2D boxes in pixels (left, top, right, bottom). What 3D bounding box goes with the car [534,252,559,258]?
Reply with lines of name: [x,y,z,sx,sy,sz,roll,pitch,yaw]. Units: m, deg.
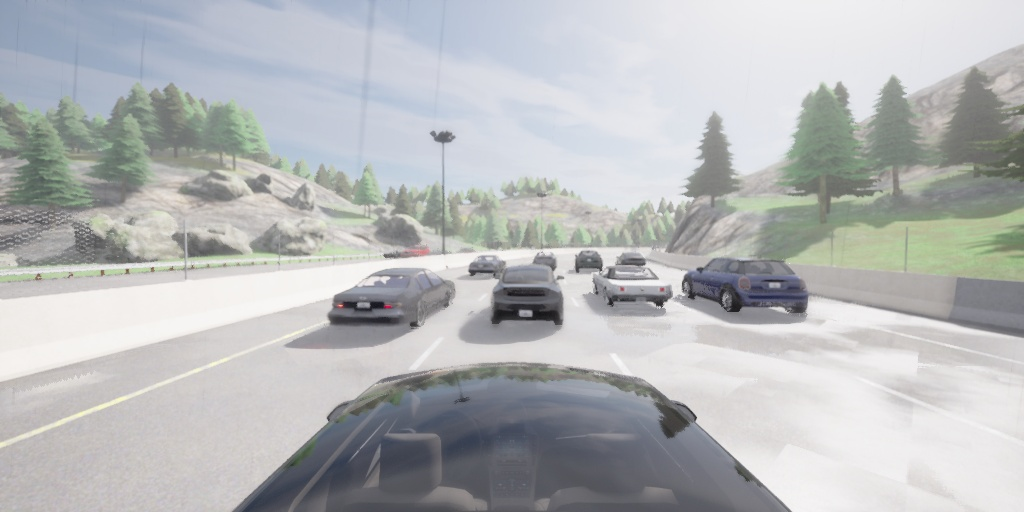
car: [2.879,0.382,30.563,2.128,1.511,4.902,0,2,10]

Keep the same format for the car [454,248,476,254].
car: [-6.810,-0.406,52.087,2.097,1.767,4.553,1,2,16]

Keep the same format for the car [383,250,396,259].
car: [-17.252,-0.210,53.785,1.895,1.301,4.718,0,2,15]

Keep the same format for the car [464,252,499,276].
car: [-1.588,0.606,24.828,2.033,1.411,5.357,0,2,8]

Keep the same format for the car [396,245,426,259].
car: [-14.026,-0.544,52.306,2.150,2.045,5.566,0,2,15]

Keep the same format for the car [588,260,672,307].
car: [4.210,1.004,13.365,1.895,1.301,4.718,0,2,5]

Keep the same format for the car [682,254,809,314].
car: [7.646,0.788,12.312,2.097,1.767,4.553,0,2,5]

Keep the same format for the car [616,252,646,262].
car: [9.841,0.422,29.750,1.837,1.490,4.892,0,2,10]

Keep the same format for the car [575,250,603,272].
car: [6.215,0.281,29.242,2.097,1.767,4.553,0,2,10]

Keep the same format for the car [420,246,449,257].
car: [-10.665,-0.243,51.278,2.128,1.511,4.902,0,2,15]

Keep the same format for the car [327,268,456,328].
car: [-3.048,1.039,10.306,2.033,1.411,5.357,0,2,4]

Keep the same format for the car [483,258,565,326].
car: [0.488,0.990,10.576,1.837,1.490,4.892,0,2,4]
